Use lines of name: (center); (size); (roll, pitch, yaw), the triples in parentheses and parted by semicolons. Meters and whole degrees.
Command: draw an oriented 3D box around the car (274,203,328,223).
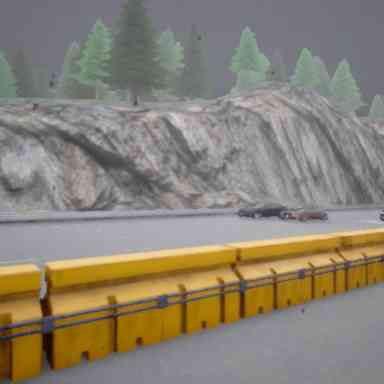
car: (9.018, 1.684, 26.773); (4.181, 1.385, 1.994); (1, 0, -33)

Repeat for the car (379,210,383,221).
car: (18.015, 1.724, 28.471); (4.674, 1.442, 1.812); (1, 0, -33)

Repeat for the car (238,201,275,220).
car: (6.272, 1.579, 29.155); (5.008, 1.535, 1.882); (1, 0, -33)
